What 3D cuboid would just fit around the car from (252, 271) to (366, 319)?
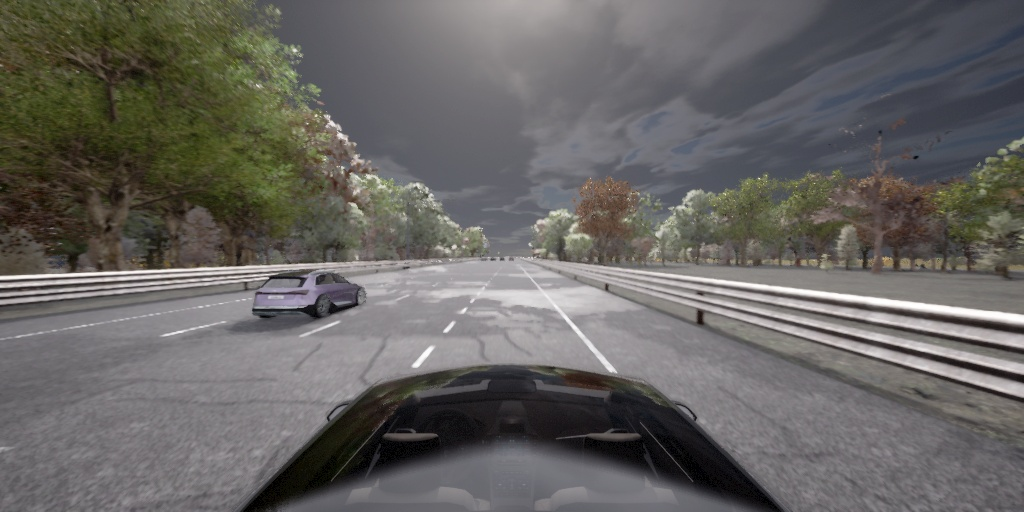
[{"bbox_3d":[-6.984,1.317,12.853,2.033,1.649,4.856,0,-1,0],"label":"car"}]
